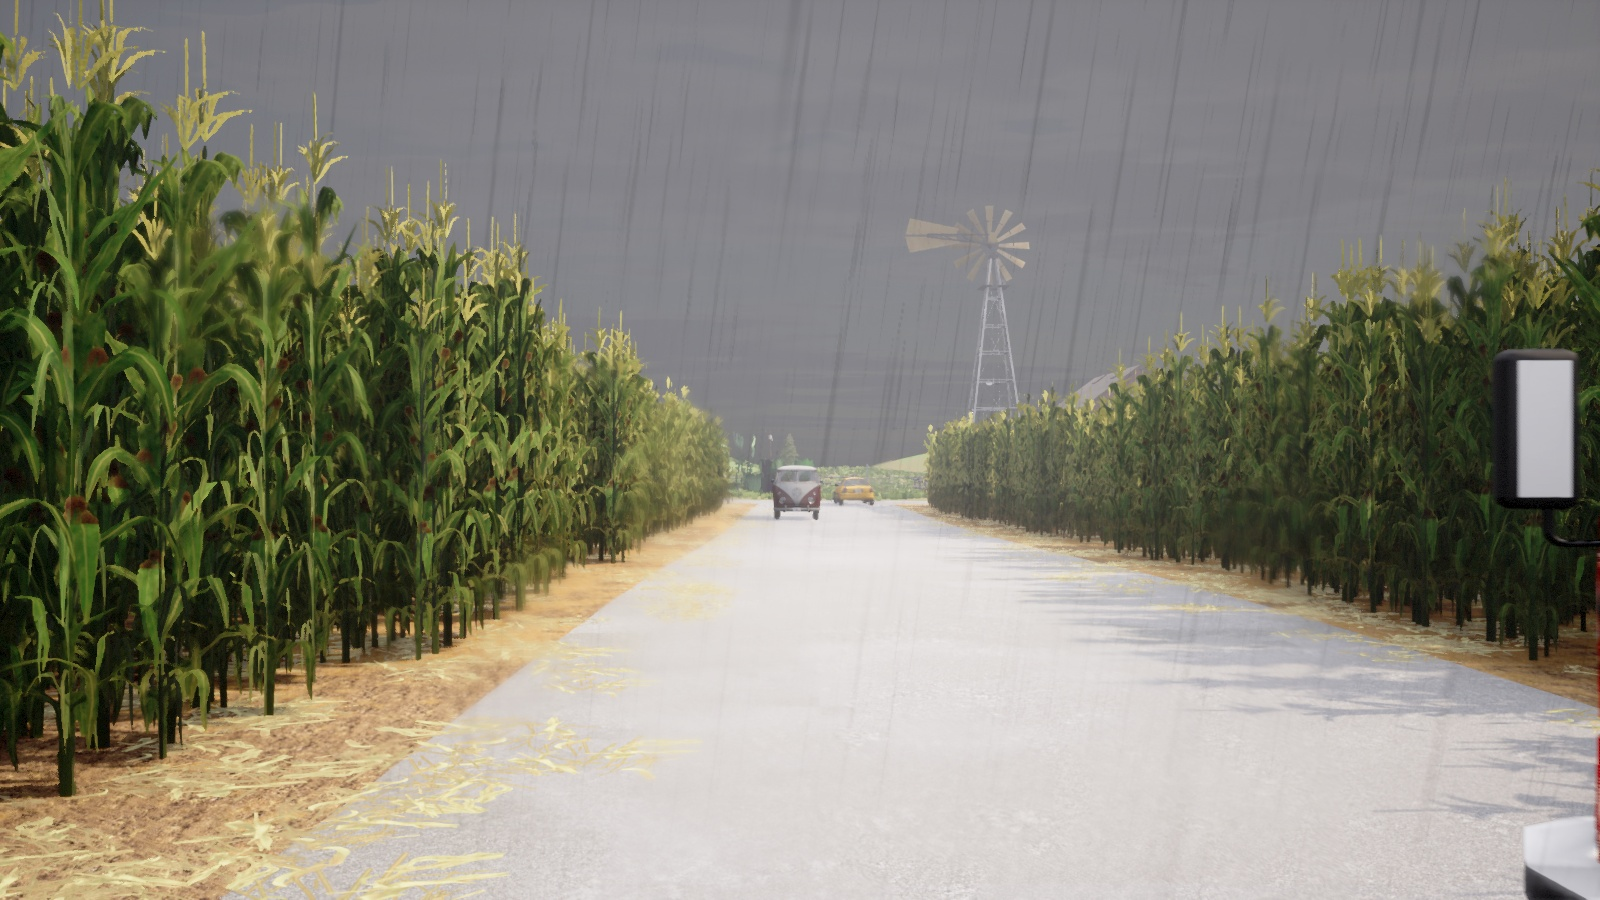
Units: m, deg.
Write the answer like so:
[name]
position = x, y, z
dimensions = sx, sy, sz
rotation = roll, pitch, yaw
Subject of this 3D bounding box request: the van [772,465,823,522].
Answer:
[van]
position = -0.103, 1.566, 46.490
dimensions = 1.775, 1.987, 4.442
rotation = 0, -1, 0

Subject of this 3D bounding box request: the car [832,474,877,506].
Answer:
[car]
position = 2.841, 2.056, 66.180
dimensions = 1.801, 1.575, 5.366
rotation = 0, -1, -4

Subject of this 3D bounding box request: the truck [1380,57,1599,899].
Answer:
[truck]
position = 3.095, 0.335, 1.216
dimensions = 2.627, 2.467, 5.204
rotation = 0, -1, 0
